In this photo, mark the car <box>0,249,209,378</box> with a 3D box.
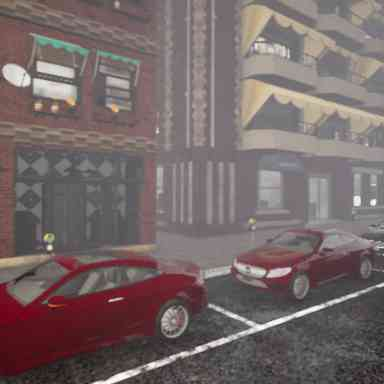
[{"bbox_3d":[-1.661,1.572,4.903,4.206,1.307,1.802,0,1,-35],"label":"car"}]

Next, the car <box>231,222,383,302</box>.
[{"bbox_3d":[2.856,1.534,8.125,4.206,1.307,1.802,0,1,-35],"label":"car"}]

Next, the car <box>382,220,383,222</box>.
[{"bbox_3d":[7.374,1.463,11.347,4.403,1.369,2.008,0,1,-35],"label":"car"}]
